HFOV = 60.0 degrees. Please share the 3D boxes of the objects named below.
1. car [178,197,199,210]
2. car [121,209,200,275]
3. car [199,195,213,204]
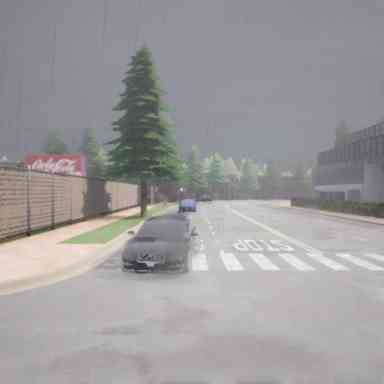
[{"bbox_3d":[-0.460,1.478,36.322,1.882,1.535,5.008,0,0,0],"label":"car"},{"bbox_3d":[-0.826,1.556,10.754,1.837,1.490,4.892,1,1,5],"label":"car"},{"bbox_3d":[2.407,1.333,62.099,1.882,1.535,5.008,0,0,23],"label":"car"}]
